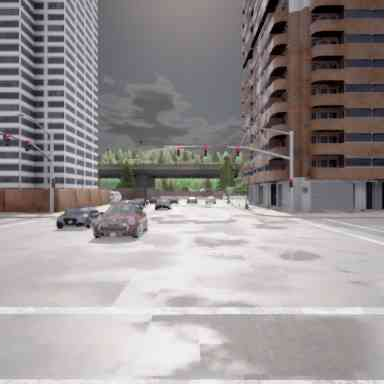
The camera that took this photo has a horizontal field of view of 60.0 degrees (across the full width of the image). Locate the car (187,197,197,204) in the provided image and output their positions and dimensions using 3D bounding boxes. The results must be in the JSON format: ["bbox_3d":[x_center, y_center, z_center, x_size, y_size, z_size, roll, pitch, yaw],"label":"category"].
[{"bbox_3d":[0.023,1.564,63.186,1.994,1.385,4.181,0,0,0],"label":"car"}]

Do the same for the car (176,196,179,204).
[{"bbox_3d":[-3.491,1.477,61.825,1.882,1.535,5.008,0,0,0],"label":"car"}]

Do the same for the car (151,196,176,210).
[{"bbox_3d":[-3.583,1.546,42.326,2.033,1.411,5.357,0,0,0],"label":"car"}]

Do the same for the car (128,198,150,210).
[{"bbox_3d":[-7.081,1.547,44.859,2.033,1.411,5.357,0,0,0],"label":"car"}]

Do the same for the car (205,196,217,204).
[{"bbox_3d":[3.523,1.525,63.187,1.812,1.442,4.674,0,0,0],"label":"car"}]

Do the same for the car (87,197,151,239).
[{"bbox_3d":[-3.595,1.352,17.392,2.097,1.767,4.553,0,0,0],"label":"car"}]

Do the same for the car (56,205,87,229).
[{"bbox_3d":[-7.093,1.564,21.366,1.994,1.385,4.181,0,0,0],"label":"car"}]

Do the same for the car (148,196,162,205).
[{"bbox_3d":[-6.977,1.590,63.308,2.033,1.411,5.357,0,0,0],"label":"car"}]
